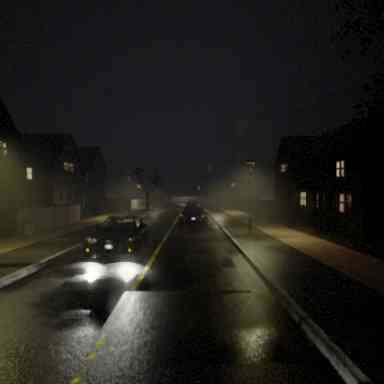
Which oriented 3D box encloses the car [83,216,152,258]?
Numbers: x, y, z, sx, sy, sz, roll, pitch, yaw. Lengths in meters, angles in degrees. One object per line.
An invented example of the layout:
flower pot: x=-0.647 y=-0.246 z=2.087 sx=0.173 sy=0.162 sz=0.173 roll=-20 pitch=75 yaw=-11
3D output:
car: x=-2.775 y=1.657 z=13.121 sx=1.994 sy=1.385 sz=4.181 roll=0 pitch=0 yaw=0

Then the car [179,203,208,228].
car: x=0.098 y=1.729 z=23.766 sx=1.994 sy=1.385 sz=4.181 roll=0 pitch=0 yaw=0

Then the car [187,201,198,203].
car: x=0.089 y=1.813 z=41.524 sx=1.812 sy=1.442 sz=4.674 roll=0 pitch=-1 yaw=0
